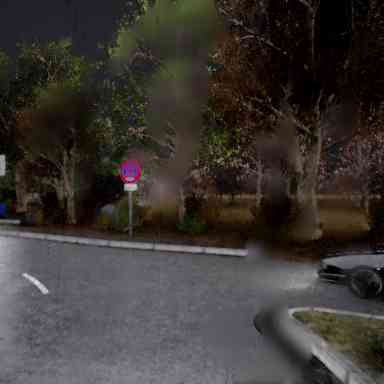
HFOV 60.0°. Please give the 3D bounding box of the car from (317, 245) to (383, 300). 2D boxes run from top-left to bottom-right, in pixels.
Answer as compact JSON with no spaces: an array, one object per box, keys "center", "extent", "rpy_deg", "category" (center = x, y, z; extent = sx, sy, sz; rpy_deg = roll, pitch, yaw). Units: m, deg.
[{"center":[5.332,1.455,6.369],"extent":[5.357,1.411,2.033],"rpy_deg":[-1,0,39],"category":"car"}]
